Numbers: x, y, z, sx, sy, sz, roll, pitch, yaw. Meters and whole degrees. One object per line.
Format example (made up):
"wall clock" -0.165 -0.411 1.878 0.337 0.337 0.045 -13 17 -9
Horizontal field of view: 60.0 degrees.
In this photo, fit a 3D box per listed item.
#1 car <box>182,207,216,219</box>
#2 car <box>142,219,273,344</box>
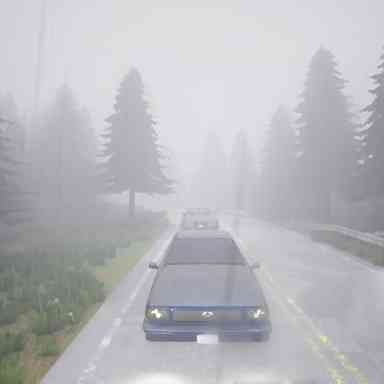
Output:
"car" 0.386 1.584 19.135 1.994 1.385 4.181 0 0 -2
"car" 0.243 1.557 7.050 2.033 1.411 5.357 0 0 1
